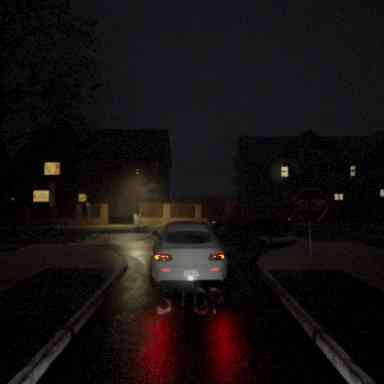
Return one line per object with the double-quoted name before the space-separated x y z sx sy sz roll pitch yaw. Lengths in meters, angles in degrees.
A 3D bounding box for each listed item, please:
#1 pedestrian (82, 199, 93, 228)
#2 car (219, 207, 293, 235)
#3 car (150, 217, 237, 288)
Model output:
"pedestrian" -6.724 1.369 21.324 0.375 1.860 0.375 0 -1 1
"car" 3.143 1.586 18.280 4.674 1.442 1.812 -1 -1 1
"car" -0.148 1.531 9.202 1.812 1.442 4.674 0 0 -3
